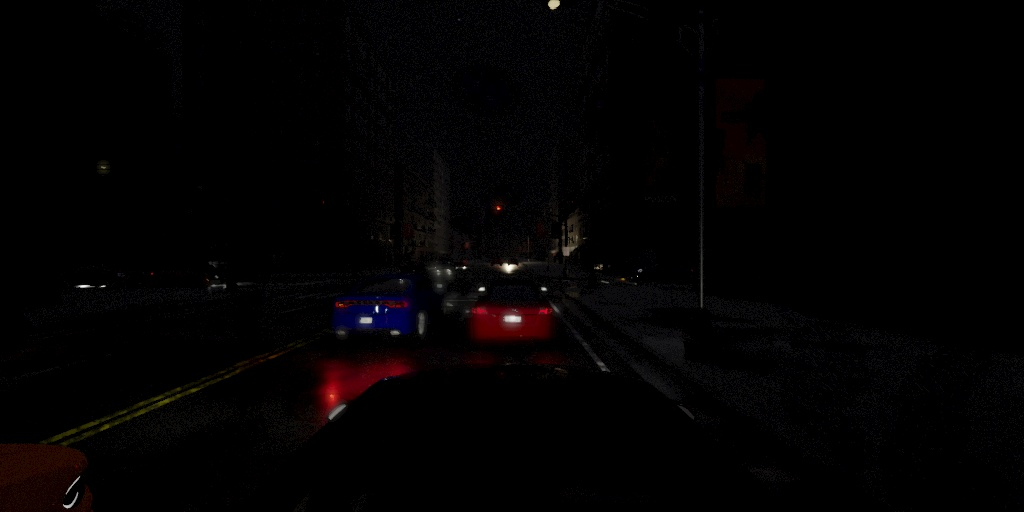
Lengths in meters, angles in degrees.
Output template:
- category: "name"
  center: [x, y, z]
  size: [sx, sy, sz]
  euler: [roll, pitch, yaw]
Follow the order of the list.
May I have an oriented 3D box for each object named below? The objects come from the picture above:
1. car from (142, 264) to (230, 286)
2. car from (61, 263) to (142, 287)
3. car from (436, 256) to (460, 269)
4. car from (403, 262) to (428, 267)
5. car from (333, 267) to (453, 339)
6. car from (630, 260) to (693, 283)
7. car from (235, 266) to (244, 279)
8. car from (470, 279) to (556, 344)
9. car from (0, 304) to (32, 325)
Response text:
- category: "car"
  center: [-22.526, 1.308, 24.991]
  size: [4.181, 1.385, 1.994]
  euler: [0, 0, 1]
- category: "car"
  center: [-25.353, 1.172, 22.473]
  size: [4.097, 1.591, 1.967]
  euler: [0, 0, 0]
- category: "car"
  center: [-9.685, 0.969, 53.350]
  size: [2.150, 2.045, 5.566]
  euler: [0, 0, 0]
- category: "car"
  center: [-9.746, 1.298, 35.892]
  size: [2.033, 1.411, 5.357]
  euler: [0, 0, 0]
- category: "car"
  center: [-3.123, 1.228, 10.151]
  size: [1.882, 1.535, 5.008]
  euler: [0, 0, 0]
- category: "car"
  center: [11.629, 1.140, 28.037]
  size: [4.553, 1.767, 2.097]
  euler: [0, 0, 2]
- category: "car"
  center: [-25.286, 1.330, 30.497]
  size: [4.313, 1.339, 1.948]
  euler: [0, 0, 0]
- category: "car"
  center: [0.028, 1.314, 9.623]
  size: [1.994, 1.385, 4.181]
  euler: [0, 0, 0]
- category: "car"
  center: [-9.844, 1.257, 4.524]
  size: [1.837, 1.490, 4.892]
  euler: [0, -1, 0]
